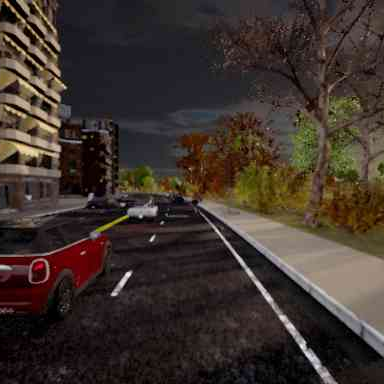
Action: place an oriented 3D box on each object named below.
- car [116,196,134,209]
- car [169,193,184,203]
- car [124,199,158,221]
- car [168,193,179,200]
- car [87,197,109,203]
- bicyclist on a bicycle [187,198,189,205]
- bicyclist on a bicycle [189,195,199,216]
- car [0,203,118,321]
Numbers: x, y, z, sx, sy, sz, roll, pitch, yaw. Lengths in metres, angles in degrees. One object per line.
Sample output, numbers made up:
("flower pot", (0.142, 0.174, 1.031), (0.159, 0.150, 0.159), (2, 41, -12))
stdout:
("car", (-7.783, 1.214, 39.378), (2.128, 1.511, 4.902), (0, 0, -3))
("car", (-2.464, 1.138, 57.724), (1.994, 1.385, 4.181), (0, 1, -5))
("car", (-3.664, 1.419, 25.459), (1.895, 1.301, 4.718), (0, 0, -2))
("car", (-4.175, 0.963, 75.220), (2.128, 1.511, 4.902), (0, 0, -7))
("car", (-11.022, 1.274, 39.269), (2.033, 1.411, 5.357), (0, 0, -3))
("bicyclist on a bicycle", (-0.169, 1.158, 37.768), (0.866, 1.612, 1.509), (0, 0, -3))
("bicyclist on a bicycle", (0.281, 1.165, 27.992), (0.659, 1.776, 1.843), (0, 1, -2))
("car", (-3.220, 1.302, 7.306), (2.097, 1.767, 4.553), (0, 0, -1))
